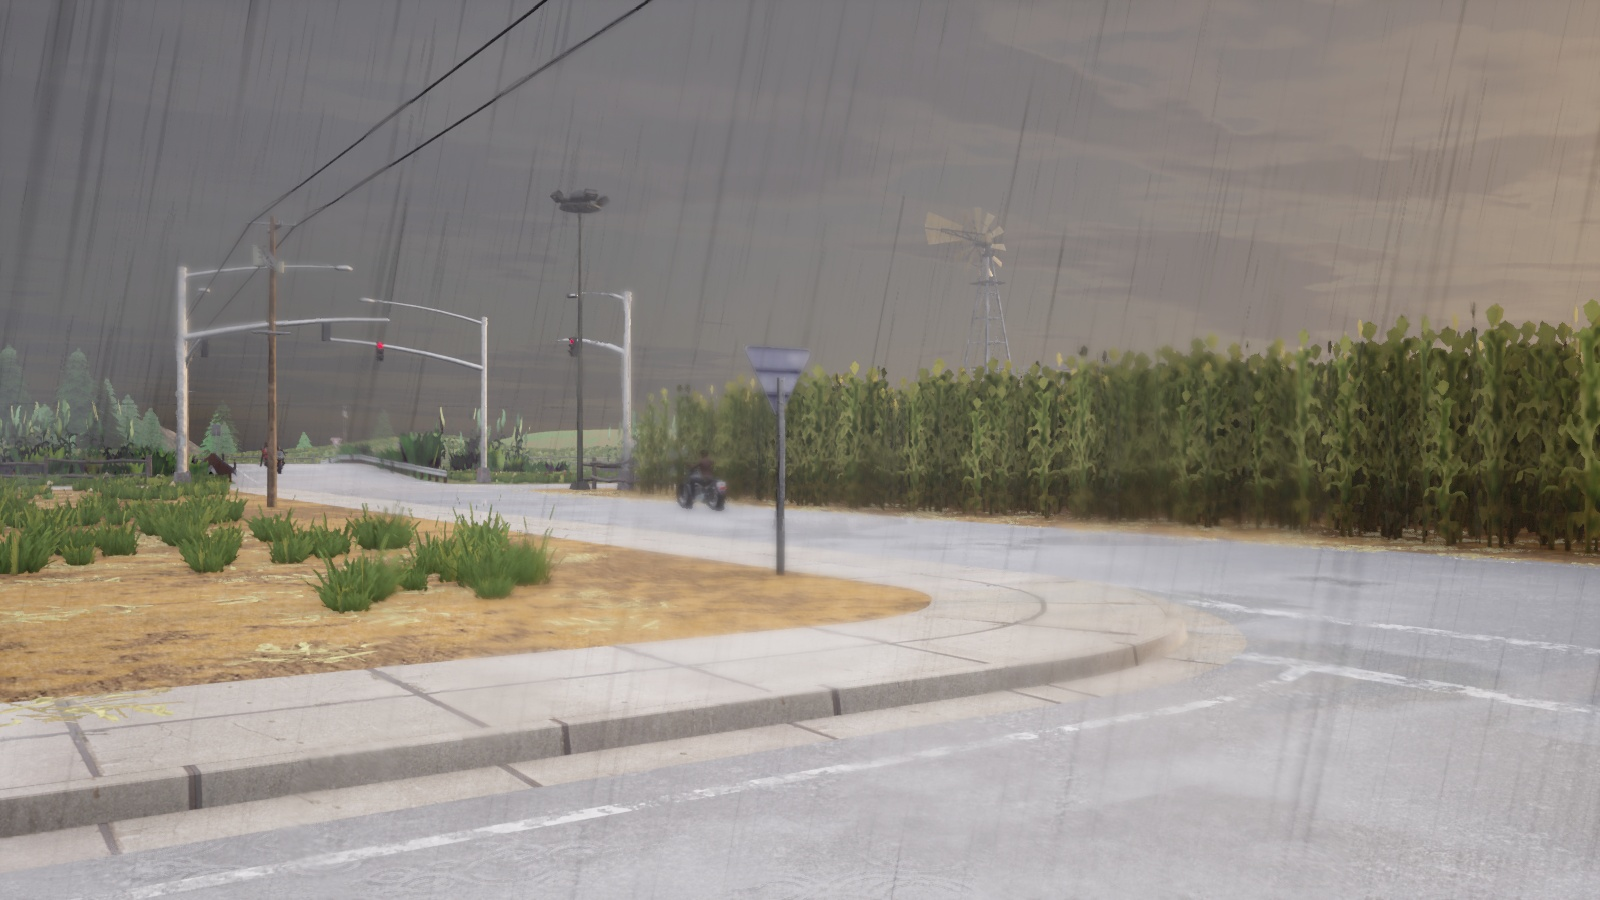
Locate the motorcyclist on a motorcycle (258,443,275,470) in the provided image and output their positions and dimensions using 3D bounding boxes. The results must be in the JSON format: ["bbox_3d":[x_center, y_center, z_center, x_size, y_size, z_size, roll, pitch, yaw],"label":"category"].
[{"bbox_3d":[-31.882,0.371,75.027,0.797,1.523,2.044,0,1,-27],"label":"motorcyclist on a motorcycle"}]

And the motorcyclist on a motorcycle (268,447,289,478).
[{"bbox_3d":[-28.523,0.664,68.635,0.866,1.530,2.191,0,3,-28],"label":"motorcyclist on a motorcycle"}]

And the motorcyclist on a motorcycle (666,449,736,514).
[{"bbox_3d":[-2.647,0.809,33.321,0.766,1.649,2.350,0,0,-34],"label":"motorcyclist on a motorcycle"}]
